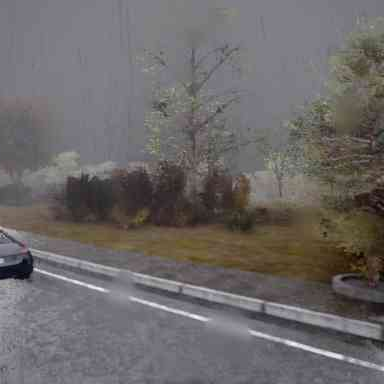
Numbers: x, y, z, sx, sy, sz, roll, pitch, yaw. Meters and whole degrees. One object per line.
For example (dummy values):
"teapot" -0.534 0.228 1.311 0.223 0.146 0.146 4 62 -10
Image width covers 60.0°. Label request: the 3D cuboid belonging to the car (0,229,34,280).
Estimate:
"car" -6.032 1.575 8.930 4.181 1.385 1.994 0 0 40
